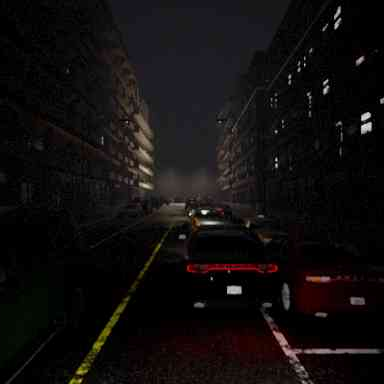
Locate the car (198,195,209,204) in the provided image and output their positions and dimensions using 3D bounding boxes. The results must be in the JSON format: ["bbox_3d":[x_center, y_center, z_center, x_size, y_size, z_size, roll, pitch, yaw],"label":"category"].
[{"bbox_3d":[2.447,1.612,73.759,2.192,1.841,5.009,1,0,0],"label":"car"}]

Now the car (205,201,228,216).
[{"bbox_3d":[2.533,1.659,35.043,2.008,1.369,4.403,1,0,0],"label":"car"}]

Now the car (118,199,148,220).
[{"bbox_3d":[-5.338,1.613,29.393,1.752,1.417,4.829,2,0,0],"label":"car"}]

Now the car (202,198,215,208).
[{"bbox_3d":[2.509,1.724,51.635,1.887,1.381,4.507,1,0,0],"label":"car"}]

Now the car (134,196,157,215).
[{"bbox_3d":[-5.341,1.423,35.095,2.192,1.841,5.009,2,0,0],"label":"car"}]

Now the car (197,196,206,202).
[{"bbox_3d":[2.428,1.806,84.821,1.967,1.590,4.097,1,0,0],"label":"car"}]

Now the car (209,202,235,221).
[{"bbox_3d":[2.541,1.632,29.511,1.887,1.381,4.507,1,0,0],"label":"car"}]

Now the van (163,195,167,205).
[{"bbox_3d":[-5.367,1.521,51.685,1.690,1.788,3.998,1,0,0],"label":"van"}]

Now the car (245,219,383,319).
[{"bbox_3d":[2.574,1.562,7.389,1.887,1.381,4.507,1,0,0],"label":"car"}]

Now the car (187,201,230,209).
[{"bbox_3d":[0.798,1.504,18.248,1.801,1.575,5.366,0,0,0],"label":"car"}]

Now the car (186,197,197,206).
[{"bbox_3d":[-0.085,1.720,58.778,1.837,1.490,4.892,0,0,0],"label":"car"}]

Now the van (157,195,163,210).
[{"bbox_3d":[-5.358,1.494,46.153,1.690,1.788,3.998,2,0,0],"label":"van"}]

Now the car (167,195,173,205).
[{"bbox_3d":[-5.382,1.551,62.746,2.192,1.841,5.009,1,0,0],"label":"car"}]

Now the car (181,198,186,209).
[{"bbox_3d":[-0.056,1.696,45.109,2.033,1.411,5.357,0,0,0],"label":"car"}]

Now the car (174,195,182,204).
[{"bbox_3d":[-2.850,1.621,68.814,2.097,1.767,4.553,0,0,0],"label":"car"}]

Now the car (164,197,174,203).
[{"bbox_3d":[-5.413,1.897,79.337,1.947,1.339,4.313,1,0,0],"label":"car"}]

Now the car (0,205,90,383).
[{"bbox_3d":[-2.854,1.229,3.683,2.150,2.045,5.566,0,0,0],"label":"car"}]

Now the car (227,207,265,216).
[{"bbox_3d":[2.566,1.558,13.091,1.752,1.417,4.829,1,0,0],"label":"car"}]

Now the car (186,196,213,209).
[{"bbox_3d":[0.789,1.419,24.029,2.097,1.767,4.553,0,0,0],"label":"car"}]

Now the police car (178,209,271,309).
[{"bbox_3d":[0.698,1.445,8.161,1.930,1.638,5.238,0,0,0],"label":"police car"}]
